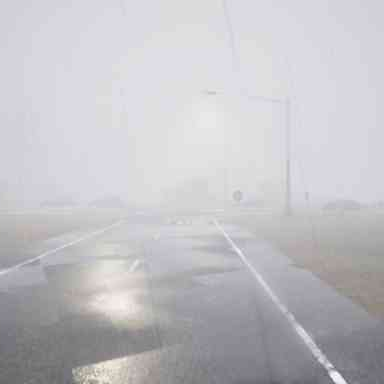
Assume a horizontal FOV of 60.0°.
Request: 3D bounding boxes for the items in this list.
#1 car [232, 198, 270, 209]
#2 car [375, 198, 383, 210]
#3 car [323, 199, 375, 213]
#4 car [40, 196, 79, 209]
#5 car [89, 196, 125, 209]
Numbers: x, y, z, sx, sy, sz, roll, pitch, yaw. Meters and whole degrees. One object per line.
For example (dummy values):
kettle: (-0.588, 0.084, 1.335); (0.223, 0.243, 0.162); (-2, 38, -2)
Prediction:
car: (7.724, 1.517, 43.862); (5.008, 1.535, 1.882); (0, 0, -2)
car: (25.727, 1.572, 44.385); (5.008, 1.535, 1.882); (-1, 0, -2)
car: (17.209, 1.549, 37.123); (4.892, 1.490, 1.837); (0, 0, -2)
car: (-17.187, 1.246, 43.212); (4.553, 1.767, 2.097); (0, 0, -2)
car: (-11.075, 1.272, 43.390); (4.553, 1.767, 2.097); (0, 0, -2)
